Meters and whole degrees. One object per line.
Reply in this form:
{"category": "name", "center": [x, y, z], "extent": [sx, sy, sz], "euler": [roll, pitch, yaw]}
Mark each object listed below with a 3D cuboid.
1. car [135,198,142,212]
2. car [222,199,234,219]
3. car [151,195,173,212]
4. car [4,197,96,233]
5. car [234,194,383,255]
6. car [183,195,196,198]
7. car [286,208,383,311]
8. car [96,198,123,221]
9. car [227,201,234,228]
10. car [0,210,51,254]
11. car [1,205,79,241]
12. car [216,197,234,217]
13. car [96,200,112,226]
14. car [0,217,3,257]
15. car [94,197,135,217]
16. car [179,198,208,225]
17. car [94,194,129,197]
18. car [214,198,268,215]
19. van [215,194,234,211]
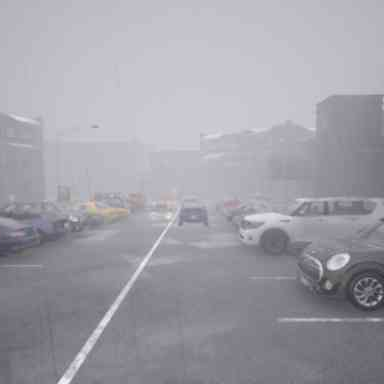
{"category": "car", "center": [-7.692, 1.371, 31.801], "extent": [5.008, 1.535, 2.097], "euler": [0, 1, 0]}
{"category": "car", "center": [4.639, 1.427, 21.155], "extent": [4.892, 1.521, 2.231], "euler": [0, 0, 0]}
{"category": "car", "center": [-3.212, 1.151, 36.291], "extent": [2.097, 1.767, 4.553], "euler": [0, 2, -2]}
{"category": "car", "center": [-7.715, 1.310, 17.213], "extent": [4.553, 1.767, 2.185], "euler": [0, 0, 0]}
{"category": "car", "center": [4.619, 1.196, 12.649], "extent": [5.566, 2.045, 2.435], "euler": [0, 0, 0]}
{"category": "car", "center": [-0.288, 1.114, 41.104], "extent": [1.882, 1.535, 5.008], "euler": [0, 2, -4]}
{"category": "car", "center": [4.680, 1.336, 7.187], "extent": [4.553, 1.767, 2.185], "euler": [0, 0, 0]}
{"category": "car", "center": [-7.870, 1.418, 23.089], "extent": [5.366, 1.575, 1.946], "euler": [0, 0, 0]}
{"category": "car", "center": [4.652, 1.434, 18.236], "extent": [4.892, 1.521, 2.231], "euler": [0, 0, 0]}
{"category": "car", "center": [-7.680, 1.491, 11.336], "extent": [4.674, 1.452, 2.002], "euler": [0, 0, 0]}
{"category": "car", "center": [-7.712, 1.473, 14.275], "extent": [4.792, 1.488, 2.163], "euler": [0, 0, 0]}
{"category": "car", "center": [4.650, 1.413, 26.615], "extent": [4.892, 1.521, 2.231], "euler": [0, 0, 0]}
{"category": "car", "center": [-7.691, 1.430, 20.026], "extent": [4.892, 1.521, 2.231], "euler": [0, 0, 0]}
{"category": "car", "center": [-7.679, 1.499, 8.274], "extent": [4.674, 1.452, 2.002], "euler": [0, 0, 0]}
{"category": "car", "center": [-7.501, 1.410, 26.029], "extent": [5.366, 1.575, 1.946], "euler": [0, 0, 0]}
{"category": "car", "center": [0.095, 1.418, 23.347], "extent": [1.882, 1.535, 5.008], "euler": [0, 0, 0]}
{"category": "car", "center": [-7.656, 1.276, 28.970], "extent": [4.553, 1.767, 2.185], "euler": [0, 0, 0]}
{"category": "car", "center": [4.637, 1.366, 32.218], "extent": [4.892, 1.521, 2.231], "euler": [0, 1, 0]}
{"category": "van", "center": [4.527, 1.173, 29.408], "extent": [4.442, 1.987, 1.878], "euler": [0, 1, 0]}
